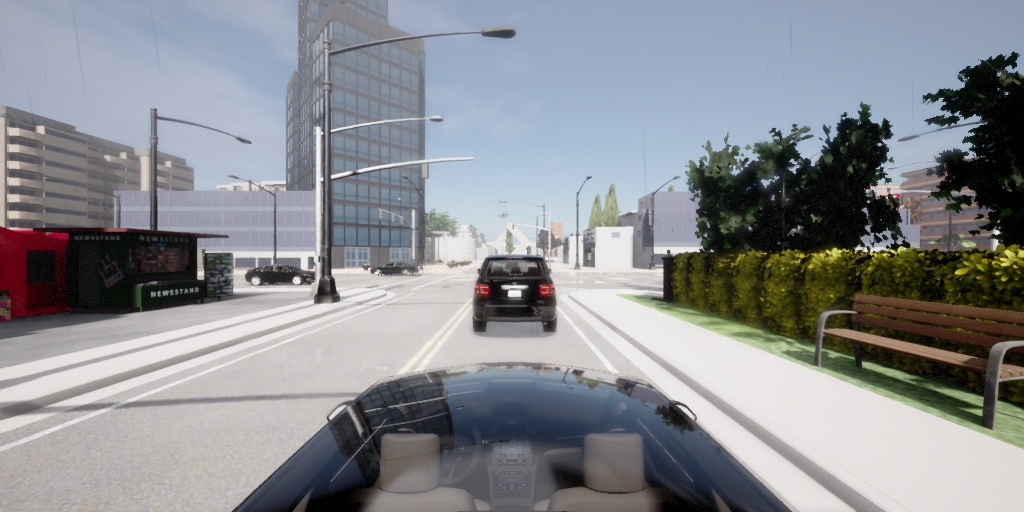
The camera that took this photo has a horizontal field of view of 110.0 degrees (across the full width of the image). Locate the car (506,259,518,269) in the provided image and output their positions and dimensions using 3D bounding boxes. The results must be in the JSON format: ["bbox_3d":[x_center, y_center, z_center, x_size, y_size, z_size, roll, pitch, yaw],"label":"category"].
[{"bbox_3d":[0.078,1.254,56.183,1.837,1.490,4.892,0,0,1],"label":"car"}]

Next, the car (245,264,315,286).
[{"bbox_3d":[-16.620,1.362,26.120,4.892,1.490,1.837,-1,0,0],"label":"car"}]

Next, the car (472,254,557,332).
[{"bbox_3d":[0.082,0.971,11.013,2.150,2.045,5.566,0,0,0],"label":"car"}]

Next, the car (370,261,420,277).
[{"bbox_3d":[-12.026,1.319,36.851,4.892,1.490,1.837,-1,0,0],"label":"car"}]
